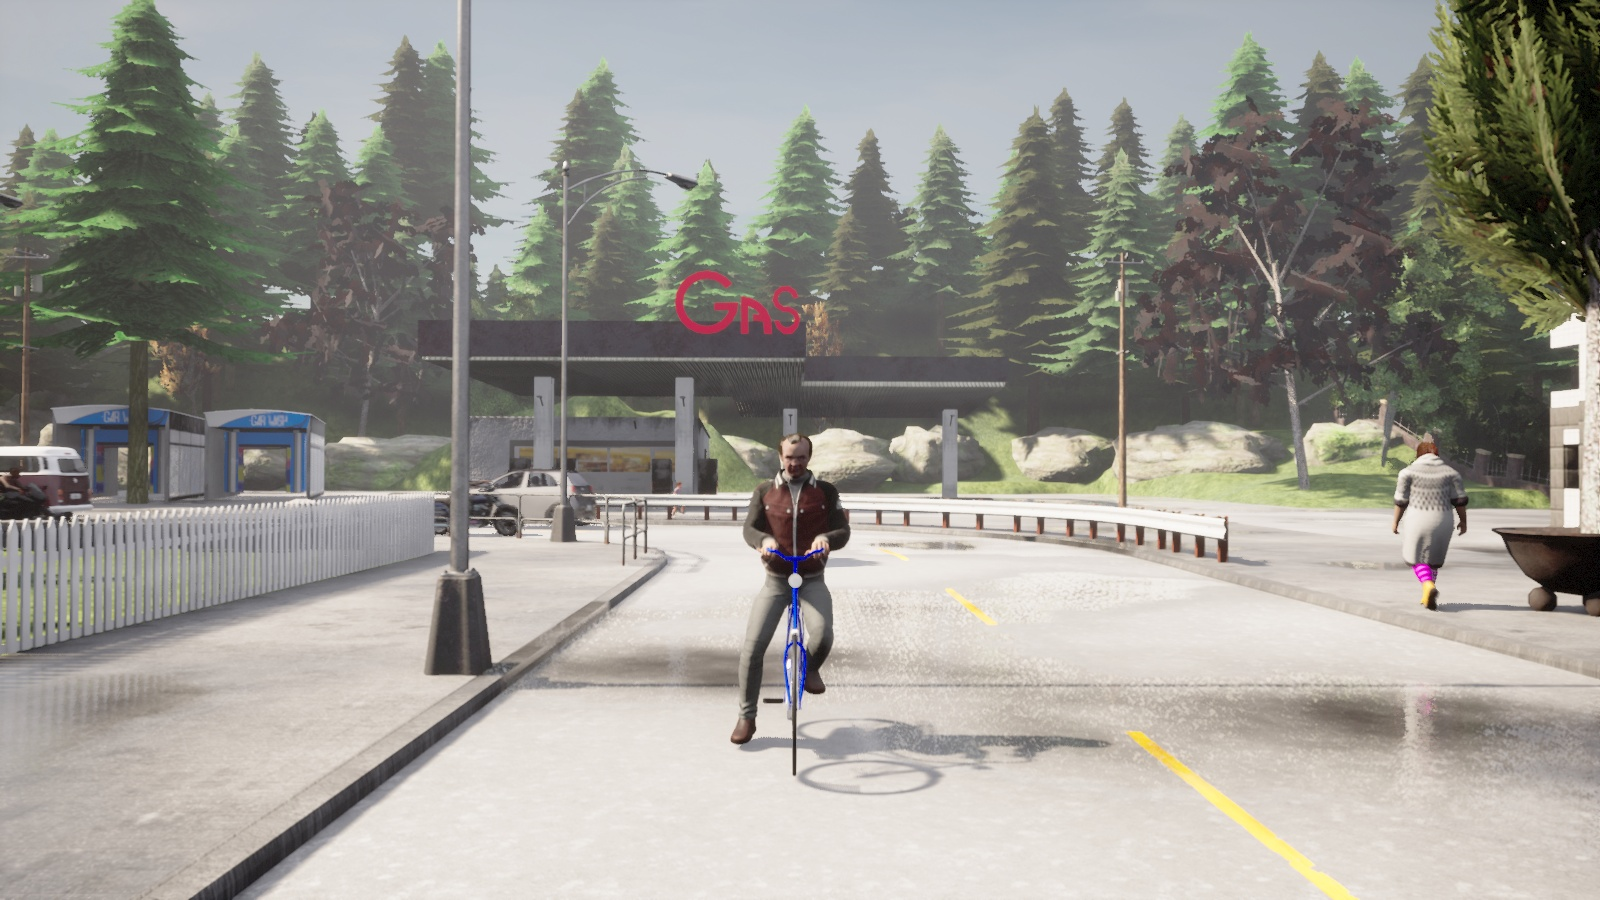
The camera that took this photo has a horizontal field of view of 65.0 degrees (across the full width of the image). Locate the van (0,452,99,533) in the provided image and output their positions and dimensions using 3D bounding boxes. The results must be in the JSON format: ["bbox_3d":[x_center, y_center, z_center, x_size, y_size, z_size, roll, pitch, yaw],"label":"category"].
[{"bbox_3d":[-20.984,1.091,32.536,4.480,2.038,2.069,0,-1,0],"label":"van"}]

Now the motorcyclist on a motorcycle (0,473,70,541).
[{"bbox_3d":[-17.859,1.279,28.546,2.044,1.523,0.797,0,-1,0],"label":"motorcyclist on a motorcycle"}]

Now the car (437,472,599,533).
[{"bbox_3d":[-7.227,1.325,32.369,3.633,1.501,1.845,0,-1,11],"label":"car"}]

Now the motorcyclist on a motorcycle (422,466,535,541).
[{"bbox_3d":[-7.246,1.203,28.346,2.350,1.649,0.766,0,0,7],"label":"motorcyclist on a motorcycle"}]

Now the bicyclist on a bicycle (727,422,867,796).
[{"bbox_3d":[-0.021,0.781,6.904,0.659,1.776,1.843,0,-2,0],"label":"bicyclist on a bicycle"}]

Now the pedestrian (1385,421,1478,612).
[{"bbox_3d":[6.711,0.688,13.381,0.659,1.952,0.873,0,-1,12],"label":"pedestrian"}]
